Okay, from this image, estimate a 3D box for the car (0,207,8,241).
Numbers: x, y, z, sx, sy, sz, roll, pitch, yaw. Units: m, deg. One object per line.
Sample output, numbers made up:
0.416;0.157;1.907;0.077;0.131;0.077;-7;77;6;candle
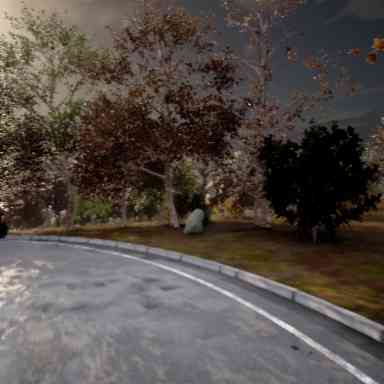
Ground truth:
-10.696;1.451;14.550;5.566;2.045;2.150;-3;-2;22;car
